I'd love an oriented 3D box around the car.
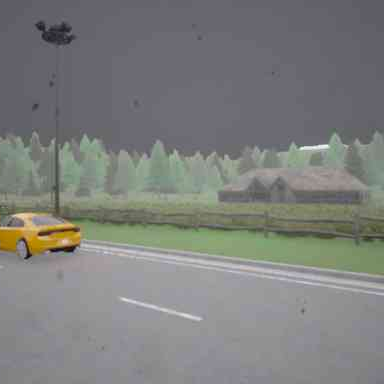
[{"bbox_3d":[-6.359,1.547,12.826,5.008,1.535,1.882,0,0,36],"label":"car"}]
